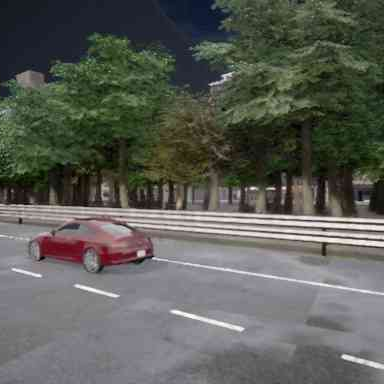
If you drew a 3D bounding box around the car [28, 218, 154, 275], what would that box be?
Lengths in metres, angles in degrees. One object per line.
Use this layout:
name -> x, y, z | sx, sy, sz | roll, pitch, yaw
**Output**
car -> -3.266, 1.539, 10.502 | 4.674, 1.442, 1.812 | 0, 0, 36
